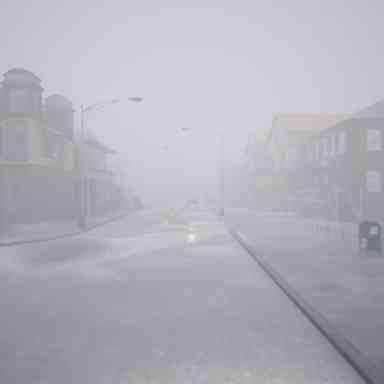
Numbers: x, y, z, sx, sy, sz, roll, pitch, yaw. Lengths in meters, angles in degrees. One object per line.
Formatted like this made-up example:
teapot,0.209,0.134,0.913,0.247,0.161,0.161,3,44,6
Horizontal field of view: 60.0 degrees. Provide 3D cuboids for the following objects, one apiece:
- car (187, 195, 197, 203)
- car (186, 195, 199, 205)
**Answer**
car,0.019,1.375,65.030,1.837,1.490,4.892,0,0,0
car,0.121,1.438,54.539,2.033,1.411,5.357,0,0,-1
